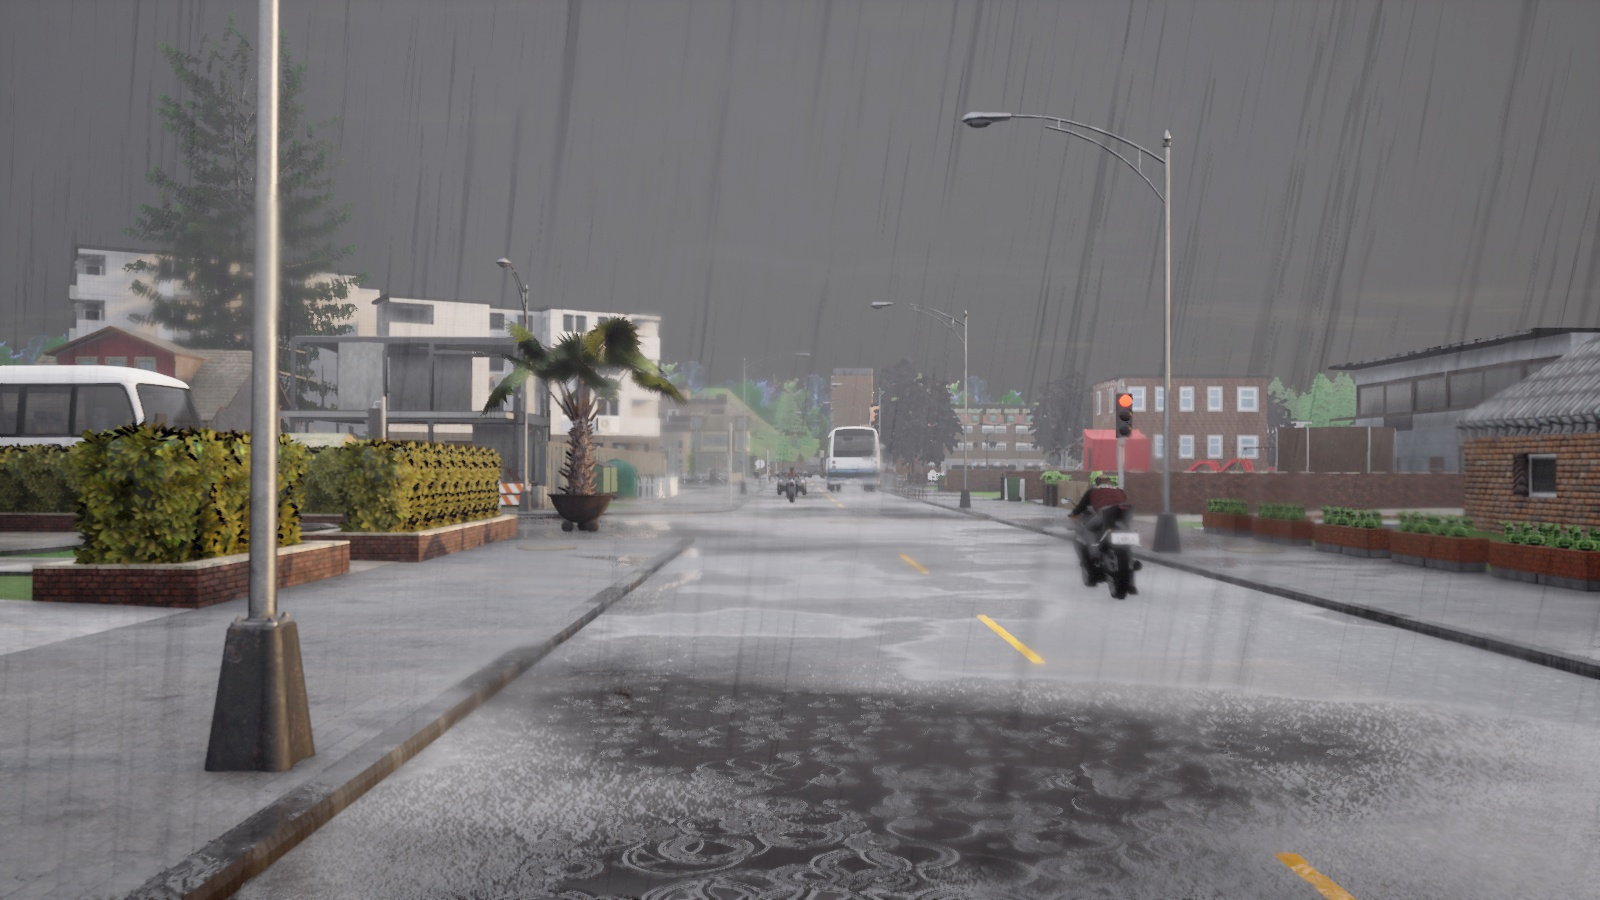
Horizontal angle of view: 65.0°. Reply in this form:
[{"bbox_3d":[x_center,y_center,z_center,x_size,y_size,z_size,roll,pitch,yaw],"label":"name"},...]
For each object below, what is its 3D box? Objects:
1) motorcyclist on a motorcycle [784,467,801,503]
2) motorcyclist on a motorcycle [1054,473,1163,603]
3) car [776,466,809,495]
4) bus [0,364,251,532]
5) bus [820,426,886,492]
[{"bbox_3d":[-0.351,1.593,57.442,0.766,1.649,2.350,0,-1,0],"label":"motorcyclist on a motorcycle"},{"bbox_3d":[3.877,1.062,15.988,0.866,1.530,2.191,0,-1,1],"label":"motorcyclist on a motorcycle"},{"bbox_3d":[-0.447,1.778,73.719,1.851,1.617,3.988,0,-1,0],"label":"car"},{"bbox_3d":[-20.966,0.013,34.225,10.273,4.253,3.944,-1,-1,2],"label":"bus"},{"bbox_3d":[3.481,0.662,85.764,3.944,4.253,10.273,0,-1,0],"label":"bus"}]
